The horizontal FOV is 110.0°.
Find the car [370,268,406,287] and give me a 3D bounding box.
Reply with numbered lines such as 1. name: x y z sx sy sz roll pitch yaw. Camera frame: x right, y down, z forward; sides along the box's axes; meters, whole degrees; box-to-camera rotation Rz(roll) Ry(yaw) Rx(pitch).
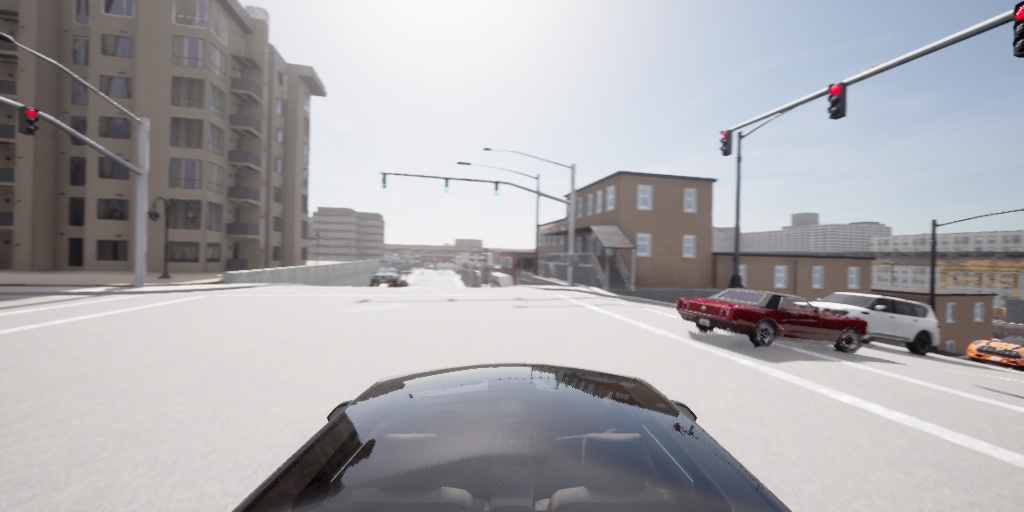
1. car: -9.255 1.592 26.722 1.812 1.442 4.674 1 -5 -11

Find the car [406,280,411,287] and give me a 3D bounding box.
1. car: -11.095 2.978 35.622 1.895 1.301 4.718 1 -11 -11

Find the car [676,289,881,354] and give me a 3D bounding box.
1. car: 6.920 1.624 9.519 4.718 1.301 1.895 7 -1 -16

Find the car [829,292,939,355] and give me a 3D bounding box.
1. car: 14.015 2.505 14.364 5.566 2.045 2.150 10 -2 -11

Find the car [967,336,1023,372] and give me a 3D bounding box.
1. car: 23.598 4.525 16.294 4.553 1.767 2.097 15 -3 -12
